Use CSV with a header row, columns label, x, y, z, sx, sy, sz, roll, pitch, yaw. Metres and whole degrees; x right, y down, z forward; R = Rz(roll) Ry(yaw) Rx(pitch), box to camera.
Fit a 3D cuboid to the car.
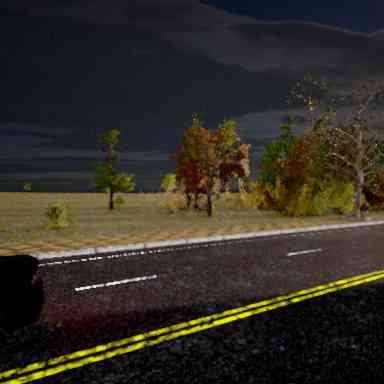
label,x,y,z,sx,sy,sz,roll,pitch,yaw
car,-4.644,1.480,4.321,5.008,1.535,1.882,0,0,-35
